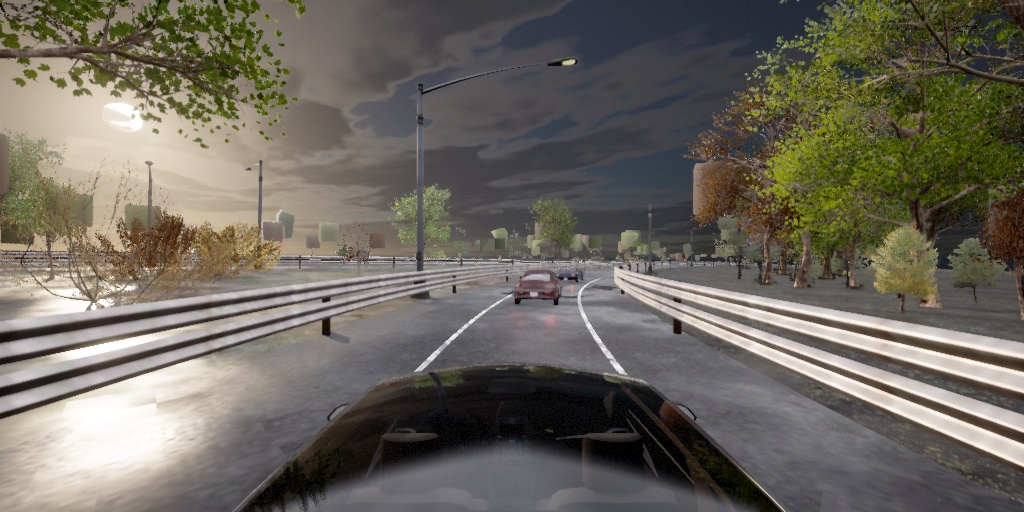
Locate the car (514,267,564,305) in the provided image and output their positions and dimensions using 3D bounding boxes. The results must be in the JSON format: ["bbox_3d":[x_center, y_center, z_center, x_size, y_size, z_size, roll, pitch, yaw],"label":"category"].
[{"bbox_3d":[1.242,1.324,16.097,1.812,1.442,4.674,0,0,10],"label":"car"}]

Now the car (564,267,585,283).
[{"bbox_3d":[4.953,1.539,30.336,1.895,1.301,4.718,0,-1,19],"label":"car"}]
